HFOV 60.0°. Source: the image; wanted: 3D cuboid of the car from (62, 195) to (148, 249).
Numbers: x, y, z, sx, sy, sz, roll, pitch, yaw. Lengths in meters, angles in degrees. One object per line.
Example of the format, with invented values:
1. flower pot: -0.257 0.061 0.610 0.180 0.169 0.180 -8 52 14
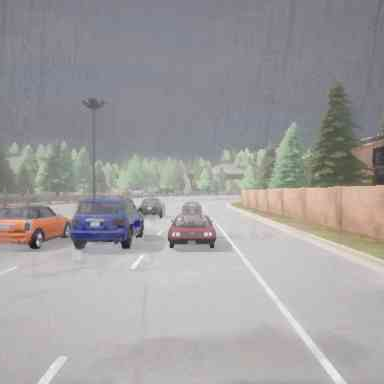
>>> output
1. car: -3.500 1.259 14.680 2.150 2.045 5.566 0 0 0

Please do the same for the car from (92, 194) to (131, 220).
1. car: -7.000 1.259 29.680 2.150 2.045 5.566 0 0 0

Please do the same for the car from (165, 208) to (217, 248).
1. car: 0.000 1.617 14.680 1.895 1.301 4.718 0 0 0

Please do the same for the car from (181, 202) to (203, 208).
1. car: 0.000 1.564 29.650 2.033 1.411 5.357 0 0 0

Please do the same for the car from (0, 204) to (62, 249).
1. car: -7.000 1.367 14.620 2.097 1.767 4.553 0 0 0

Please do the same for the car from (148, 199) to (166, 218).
1. car: -3.500 1.367 29.620 2.097 1.767 4.553 0 0 0

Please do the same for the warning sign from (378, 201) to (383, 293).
1. warning sign: 4.550 1.115 6.434 1.300 1.860 1.060 0 0 0
